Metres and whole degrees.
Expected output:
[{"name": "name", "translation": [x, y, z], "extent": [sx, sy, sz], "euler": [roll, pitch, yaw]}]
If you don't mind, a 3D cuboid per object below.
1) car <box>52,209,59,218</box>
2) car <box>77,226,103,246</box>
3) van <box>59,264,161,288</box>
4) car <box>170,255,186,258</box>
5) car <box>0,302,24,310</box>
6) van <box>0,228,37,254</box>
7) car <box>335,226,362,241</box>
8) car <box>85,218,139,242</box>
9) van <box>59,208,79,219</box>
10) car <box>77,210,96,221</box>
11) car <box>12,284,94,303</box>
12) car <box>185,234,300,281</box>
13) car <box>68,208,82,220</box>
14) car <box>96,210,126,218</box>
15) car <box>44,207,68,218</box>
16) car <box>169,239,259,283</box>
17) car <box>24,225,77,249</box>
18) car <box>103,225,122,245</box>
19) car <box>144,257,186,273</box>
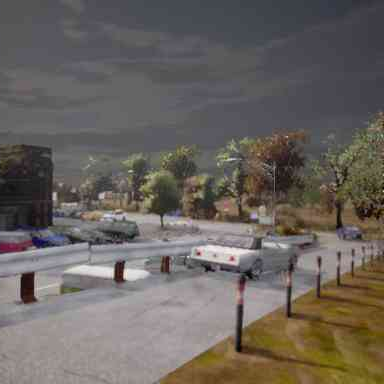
[{"name": "car", "translation": [-25.392, 4.337, 66.502], "extent": [2.097, 1.535, 5.008], "euler": [1, 1, 18]}, {"name": "car", "translation": [-12.073, 4.329, 32.537], "extent": [5.566, 2.045, 2.435], "euler": [0, -1, 16]}, {"name": "van", "translation": [-3.704, 4.503, 15.072], "extent": [4.442, 1.987, 1.878], "euler": [2, 0, 16]}, {"name": "car", "translation": [-0.293, 4.507, 19.986], "extent": [5.566, 2.045, 2.435], "euler": [2, 1, 16]}, {"name": "car", "translation": [-7.402, 4.566, 10.232], "extent": [4.553, 1.767, 2.185], "euler": [2, 0, 16]}, {"name": "van", "translation": [-15.693, 4.322, 27.779], "extent": [4.442, 1.987, 1.878], "euler": [0, 0, 16]}, {"name": "car", "translation": [16.384, 4.249, 34.796], "extent": [1.812, 1.442, 4.674], "euler": [1, -4, 13]}, {"name": "car", "translation": [-8.652, 4.361, 37.324], "extent": [5.566, 2.045, 2.435], "euler": [0, 0, 16]}, {"name": "van", "translation": [-23.045, 4.146, 64.554], "extent": [1.878, 1.987, 4.442], "euler": [1, 1, 17]}, {"name": "car", "translation": [-18.190, 4.432, 61.197], "extent": [1.946, 1.575, 5.366], "euler": [0, 1, 17]}, {"name": "car", "translation": [-5.593, 4.711, 12.651], "extent": [4.892, 1.521, 2.231], "euler": [2, 1, 16]}, {"name": "car", "translation": [2.108, 2.142, 11.698], "extent": [1.895, 1.301, 4.718], "euler": [1, -4, 39]}, {"name": "car", "translation": [-20.637, 4.444, 62.841], "extent": [2.002, 1.452, 4.674], "euler": [0, 1, 17]}, {"name": "car", "translation": [-13.465, 4.253, 57.342], "extent": [2.435, 2.045, 5.566], "euler": [1, 1, 17]}, {"name": "car", "translation": [-27.798, 4.178, 68.298], "extent": [2.185, 1.767, 4.553], "euler": [0, 1, 17]}, {"name": "car", "translation": [1.538, 4.525, 22.438], "extent": [5.566, 2.045, 2.435], "euler": [2, 0, 16]}, {"name": "car", "translation": [-13.813, 4.313, 30.143], "extent": [5.566, 2.045, 2.435], "euler": [0, -1, 16]}, {"name": "car", "translation": [-10.337, 4.626, 34.940], "extent": [4.792, 1.488, 2.163], "euler": [0, -1, 16]}, {"name": "car", "translation": [-2.014, 4.618, 17.530], "extent": [4.553, 1.767, 2.185], "euler": [2, 1, 16]}]
